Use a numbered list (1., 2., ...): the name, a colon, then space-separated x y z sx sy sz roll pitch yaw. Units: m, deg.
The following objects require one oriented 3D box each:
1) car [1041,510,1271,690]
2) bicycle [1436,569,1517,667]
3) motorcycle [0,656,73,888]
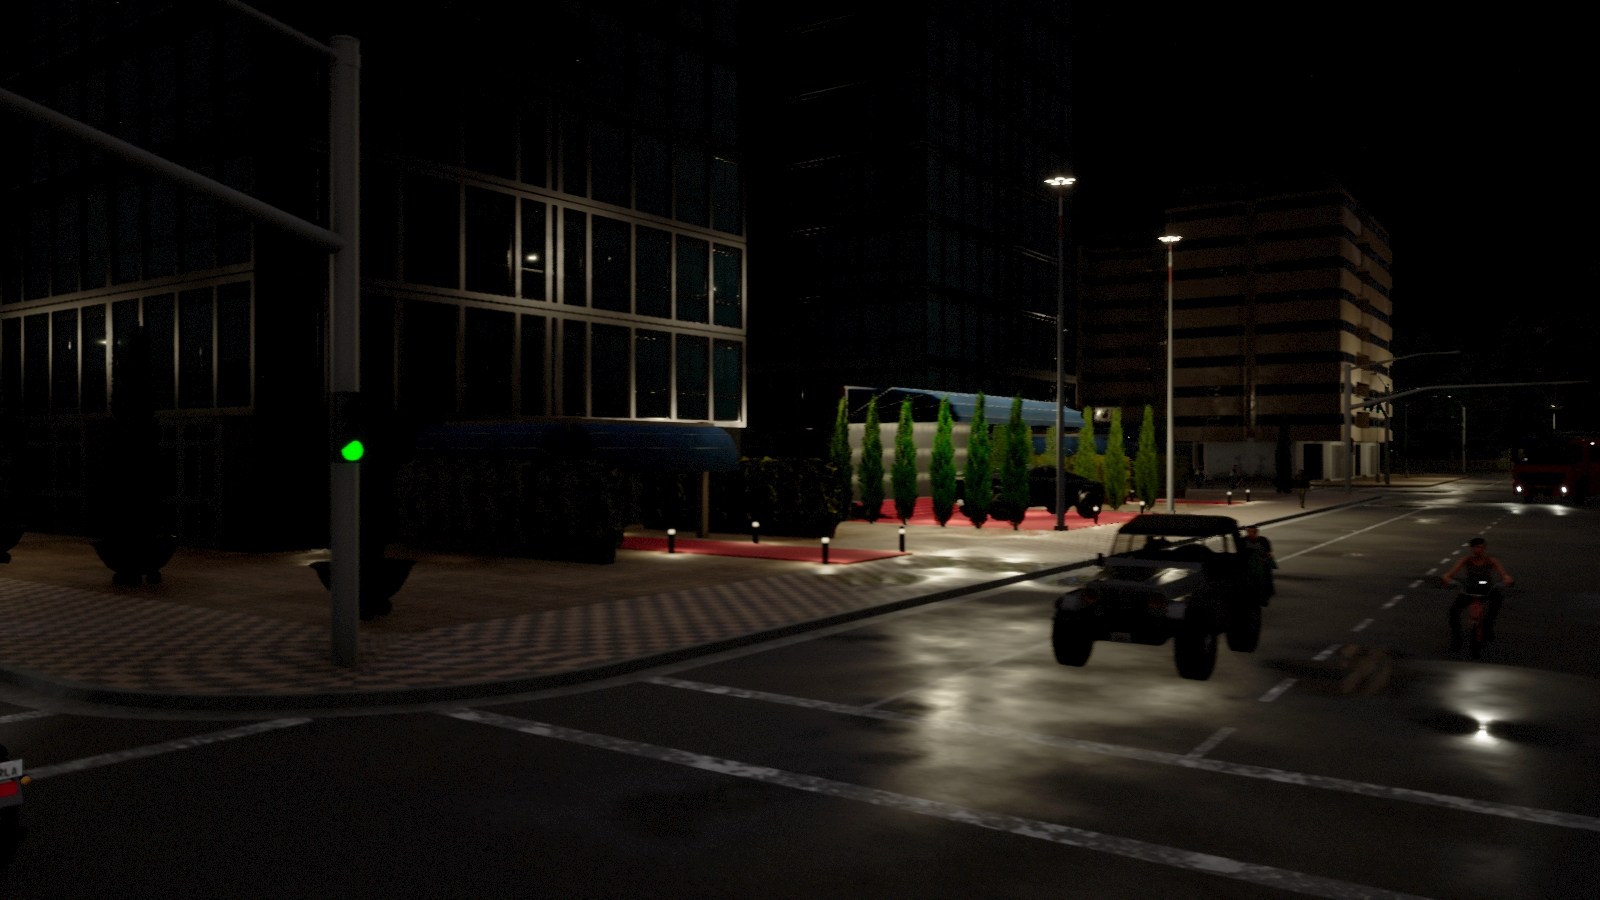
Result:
1. car: 4.918 1.858 15.449 1.905 1.878 3.866 0 0 35
2. bicycle: 9.260 2.257 15.612 0.859 1.080 1.487 0 0 34
3. motorcycle: -6.068 2.157 8.033 2.356 1.307 0.764 0 0 35
